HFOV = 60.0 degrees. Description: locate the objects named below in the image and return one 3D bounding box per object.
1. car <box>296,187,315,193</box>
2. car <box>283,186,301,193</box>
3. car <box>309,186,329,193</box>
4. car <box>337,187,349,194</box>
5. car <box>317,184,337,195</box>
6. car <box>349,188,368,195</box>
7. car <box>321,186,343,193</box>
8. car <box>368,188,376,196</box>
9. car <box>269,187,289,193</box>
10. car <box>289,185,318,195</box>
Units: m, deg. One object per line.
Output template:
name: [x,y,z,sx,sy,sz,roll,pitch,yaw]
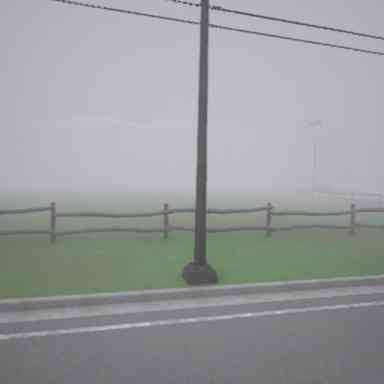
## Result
car: [25.800,-0.487,75.859,1.895,1.301,4.718,1,2,-14]
car: [22.415,-0.560,74.972,1.994,1.385,4.181,1,2,-14]
car: [29.203,-0.549,76.684,1.837,1.490,4.892,1,2,-14]
car: [28.300,-0.132,65.955,1.812,1.442,4.674,1,2,-14]
car: [24.961,-0.458,64.892,2.150,2.045,5.566,1,2,-14]
car: [31.778,-0.069,66.472,2.033,1.411,5.357,1,2,-14]
car: [32.596,-0.537,77.541,1.882,1.535,5.008,1,2,-14]
car: [35.092,-0.062,67.645,1.812,1.442,4.674,1,2,-14]
car: [19.013,-0.554,74.145,1.895,1.301,4.718,1,2,-14]
car: [21.497,-0.231,64.305,2.128,1.511,4.902,1,2,-14]
